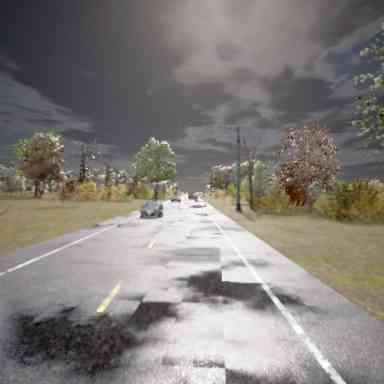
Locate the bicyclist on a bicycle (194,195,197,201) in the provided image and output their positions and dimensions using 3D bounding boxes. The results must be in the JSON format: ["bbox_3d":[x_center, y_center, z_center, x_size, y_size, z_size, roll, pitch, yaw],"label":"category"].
[{"bbox_3d":[0.927,1.536,84.265,0.866,1.612,1.509,0,0,0],"label":"bicyclist on a bicycle"}]

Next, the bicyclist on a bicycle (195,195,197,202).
[{"bbox_3d":[0.935,1.548,75.264,0.582,1.620,1.656,0,0,0],"label":"bicyclist on a bicycle"}]

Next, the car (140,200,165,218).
[{"bbox_3d":[-3.608,1.547,30.737,2.128,1.511,4.902,0,0,0],"label":"car"}]

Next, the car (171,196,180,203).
[{"bbox_3d":[-3.527,1.615,72.252,1.994,1.385,4.181,0,0,0],"label":"car"}]
